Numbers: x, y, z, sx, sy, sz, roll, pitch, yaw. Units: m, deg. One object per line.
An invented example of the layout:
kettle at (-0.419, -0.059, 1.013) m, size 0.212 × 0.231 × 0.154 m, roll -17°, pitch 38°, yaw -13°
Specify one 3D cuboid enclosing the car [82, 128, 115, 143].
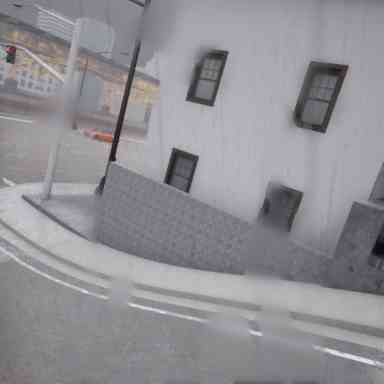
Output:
car at (-11.460, -7.286, 42.049) m, size 2.097 × 1.767 × 4.553 m, roll 24°, pitch 14°, yaw 34°
